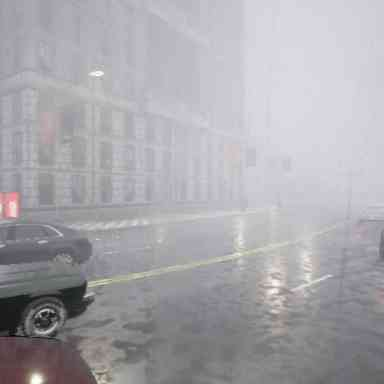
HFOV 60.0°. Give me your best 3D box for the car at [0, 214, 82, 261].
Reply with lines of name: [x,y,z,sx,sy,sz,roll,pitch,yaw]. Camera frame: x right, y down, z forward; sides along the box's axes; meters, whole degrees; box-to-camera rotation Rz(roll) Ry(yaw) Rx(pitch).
car: [-6.576,1.588,11.793,4.718,1.301,1.895,0,0,-39]

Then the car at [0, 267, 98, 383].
car: [-2.511,1.561,1.738,4.181,1.385,1.994,0,0,-34]

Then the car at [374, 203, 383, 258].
car: [8.214,1.347,11.801,2.097,1.767,4.553,0,0,40]

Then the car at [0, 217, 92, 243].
car: [-5.082,1.495,8.646,4.892,1.490,1.837,0,1,-38]

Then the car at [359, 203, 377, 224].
car: [13.276,1.515,23.891,1.812,1.442,4.674,0,0,36]

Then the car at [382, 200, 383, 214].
car: [21.857,1.533,35.618,2.033,1.411,5.357,0,0,36]

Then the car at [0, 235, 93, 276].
car: [-3.965,1.595,4.851,4.718,1.301,1.895,0,0,-34]
